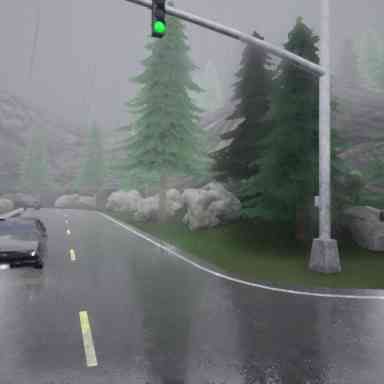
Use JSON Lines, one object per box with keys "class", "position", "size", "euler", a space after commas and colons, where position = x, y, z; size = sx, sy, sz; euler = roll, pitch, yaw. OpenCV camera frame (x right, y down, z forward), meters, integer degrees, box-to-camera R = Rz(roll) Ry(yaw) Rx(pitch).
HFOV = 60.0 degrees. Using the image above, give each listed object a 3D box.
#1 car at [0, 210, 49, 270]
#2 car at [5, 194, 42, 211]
{"class": "car", "position": [-5.840, 1.565, 11.113], "size": [2.033, 1.411, 5.357], "euler": [0, 0, -21]}
{"class": "car", "position": [-20.802, 1.272, 40.832], "size": [5.566, 2.045, 2.150], "euler": [-1, -1, 32]}
